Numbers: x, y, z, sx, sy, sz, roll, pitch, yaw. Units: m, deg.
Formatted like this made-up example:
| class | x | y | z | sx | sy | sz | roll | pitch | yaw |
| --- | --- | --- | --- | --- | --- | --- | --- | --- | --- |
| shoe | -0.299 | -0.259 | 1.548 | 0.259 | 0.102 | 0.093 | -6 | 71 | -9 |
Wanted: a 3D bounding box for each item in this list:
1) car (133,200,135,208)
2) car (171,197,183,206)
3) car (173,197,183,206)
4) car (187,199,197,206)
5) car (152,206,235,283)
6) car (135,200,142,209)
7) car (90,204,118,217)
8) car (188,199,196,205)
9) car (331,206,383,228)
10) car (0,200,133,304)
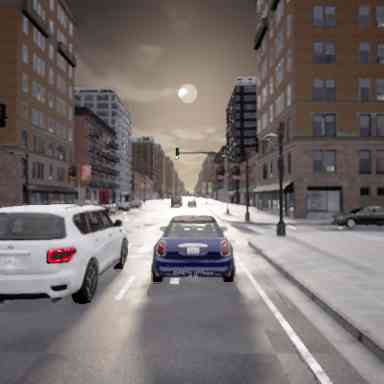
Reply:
| class | x | y | z | sx | sy | sz | roll | pitch | yaw |
| --- | --- | --- | --- | --- | --- | --- | --- | --- | --- |
| car | -9.867 | 2.115 | 47.609 | 1.994 | 1.385 | 4.181 | 0 | -1 | -1 |
| car | -3.170 | 2.008 | 68.429 | 2.150 | 2.045 | 5.566 | 0 | -1 | 0 |
| car | -3.258 | 2.130 | 78.819 | 2.150 | 2.045 | 5.566 | 0 | -1 | 0 |
| car | -0.007 | 2.270 | 67.678 | 2.128 | 1.511 | 4.902 | 0 | -1 | 0 |
| car | 0.044 | 1.473 | 10.221 | 2.097 | 1.767 | 4.553 | 0 | -1 | 0 |
| car | -9.833 | 2.174 | 58.012 | 1.837 | 1.490 | 4.892 | 0 | -1 | 0 |
| car | -9.853 | 2.038 | 37.579 | 1.895 | 1.301 | 4.718 | 0 | -1 | 0 |
| car | -0.009 | 2.363 | 78.128 | 1.895 | 1.301 | 4.718 | 0 | -1 | 0 |
| car | 12.720 | 1.830 | 24.319 | 4.892 | 1.490 | 1.837 | 0 | -1 | 2 |
| car | -3.152 | 1.323 | 8.478 | 2.150 | 2.045 | 5.566 | 0 | 0 | 0 |
